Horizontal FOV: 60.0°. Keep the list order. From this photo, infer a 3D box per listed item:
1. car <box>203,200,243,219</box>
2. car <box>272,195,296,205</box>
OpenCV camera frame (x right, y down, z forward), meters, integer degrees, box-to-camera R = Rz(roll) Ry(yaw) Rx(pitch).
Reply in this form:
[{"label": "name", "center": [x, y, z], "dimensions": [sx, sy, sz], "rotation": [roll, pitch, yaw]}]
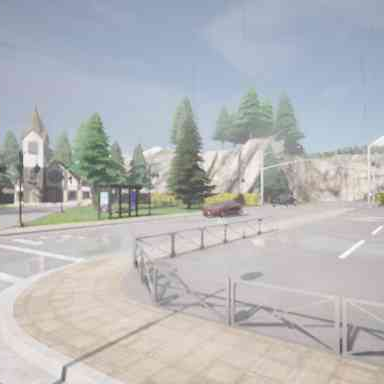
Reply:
[{"label": "car", "center": [2.849, 1.514, 30.244], "dimensions": [1.882, 1.535, 5.008], "rotation": [0, 0, 35]}, {"label": "car", "center": [12.009, 1.046, 43.242], "dimensions": [2.097, 1.767, 4.553], "rotation": [0, 0, 35]}]
